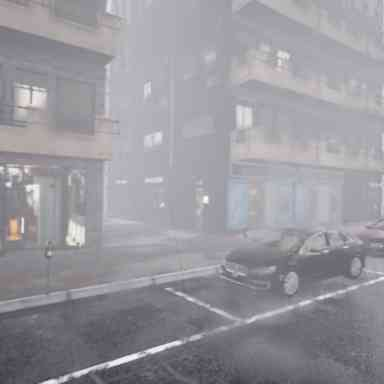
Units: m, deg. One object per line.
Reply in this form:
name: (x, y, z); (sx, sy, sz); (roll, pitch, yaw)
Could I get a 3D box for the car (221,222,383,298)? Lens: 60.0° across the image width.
car: (2.712, 1.545, 8.429); (4.403, 1.369, 2.008); (0, 1, -35)

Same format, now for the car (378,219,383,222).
car: (7.225, 1.572, 11.644); (4.206, 1.307, 1.802); (0, 1, -35)
